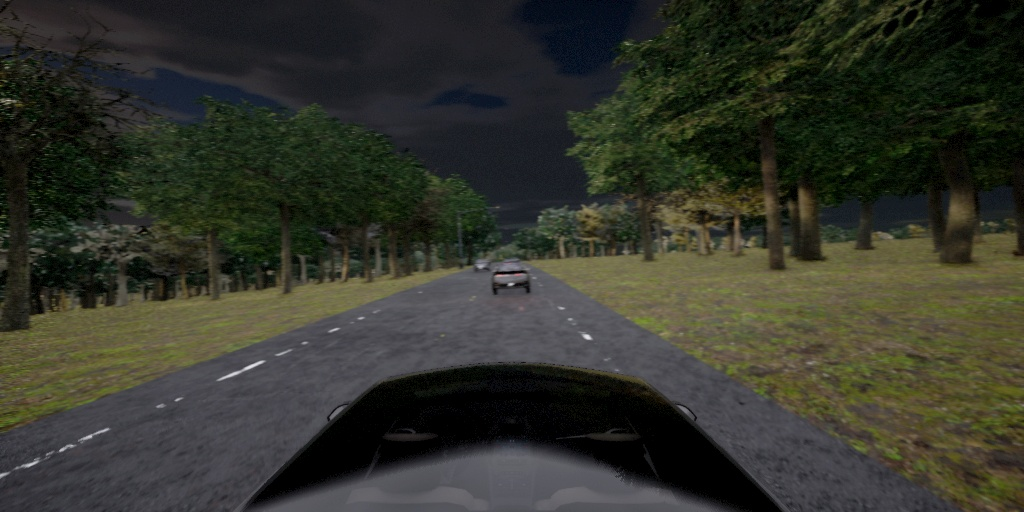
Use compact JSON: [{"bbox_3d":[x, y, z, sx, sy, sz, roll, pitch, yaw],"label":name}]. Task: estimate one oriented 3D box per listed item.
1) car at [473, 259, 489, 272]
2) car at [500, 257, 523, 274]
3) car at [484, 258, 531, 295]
[{"bbox_3d":[-3.595,1.107,43.889,2.128,1.511,4.902,-3,0,0],"label":"car"},{"bbox_3d":[-0.022,0.929,36.610,2.128,1.511,4.902,-3,0,0],"label":"car"},{"bbox_3d":[-0.035,1.064,18.768,2.128,1.511,4.902,-3,1,0],"label":"car"}]
